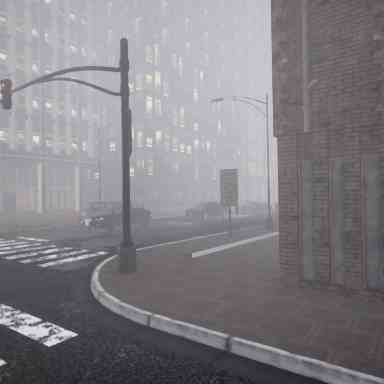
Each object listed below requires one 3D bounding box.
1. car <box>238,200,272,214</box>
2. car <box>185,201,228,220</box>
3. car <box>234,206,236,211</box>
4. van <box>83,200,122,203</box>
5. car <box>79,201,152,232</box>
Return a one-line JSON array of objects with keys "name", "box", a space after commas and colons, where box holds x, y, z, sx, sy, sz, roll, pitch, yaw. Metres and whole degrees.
[{"name": "car", "box": [7.281, 1.707, 37.485, 1.895, 1.301, 4.718, -1, -1, 36]}, {"name": "car", "box": [1.328, 1.563, 29.197, 1.882, 1.535, 5.008, -1, -1, 36]}, {"name": "car", "box": [6.864, 1.689, 41.370, 1.752, 1.417, 4.829, -2, -1, 36]}, {"name": "van", "box": [-5.975, 1.460, 23.464, 1.690, 1.788, 3.998, -2, -1, 36]}, {"name": "car", "box": [-4.599, 1.558, 20.949, 2.128, 1.511, 4.902, -1, -1, 34]}]
